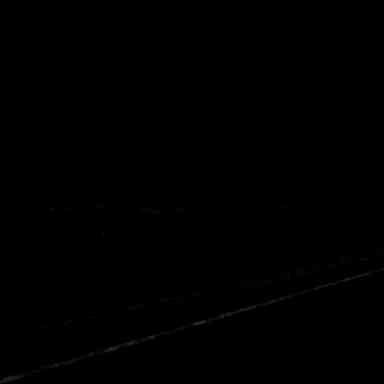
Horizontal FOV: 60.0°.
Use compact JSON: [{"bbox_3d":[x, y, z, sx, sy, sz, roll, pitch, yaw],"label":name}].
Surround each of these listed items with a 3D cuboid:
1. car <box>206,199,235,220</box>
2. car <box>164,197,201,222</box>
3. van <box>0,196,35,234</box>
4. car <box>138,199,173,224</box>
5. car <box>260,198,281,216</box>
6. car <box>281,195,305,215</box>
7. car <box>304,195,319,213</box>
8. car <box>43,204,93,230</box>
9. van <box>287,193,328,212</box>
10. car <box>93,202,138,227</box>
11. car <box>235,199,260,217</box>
[{"bbox_3d":[0.875,1.403,27.344,2.097,1.535,5.008,0,0,-36],"label":"car"},{"bbox_3d":[-1.399,1.291,25.751,2.185,1.767,4.553,0,0,-36],"label":"car"},{"bbox_3d":[-10.482,1.246,19.364,1.878,1.987,4.442,0,0,-36],"label":"van"},{"bbox_3d":[-3.637,1.470,24.110,2.002,1.452,4.674,0,0,-36],"label":"car"},{"bbox_3d":[5.377,1.407,30.590,2.163,1.488,4.792,0,0,-36],"label":"car"},{"bbox_3d":[7.759,1.362,32.028,1.946,1.575,5.366,0,0,-36],"label":"car"},{"bbox_3d":[9.894,1.382,33.818,2.163,1.488,4.792,0,0,-36],"label":"car"},{"bbox_3d":[-8.154,1.498,20.881,2.002,1.452,4.674,0,0,-36],"label":"car"},{"bbox_3d":[12.234,1.115,35.311,1.878,1.987,4.442,0,0,-36],"label":"van"},{"bbox_3d":[-5.893,1.444,22.494,2.097,1.535,5.008,0,0,-36],"label":"car"},{"bbox_3d":[3.140,1.392,28.948,2.231,1.521,4.892,0,0,-36],"label":"car"}]
